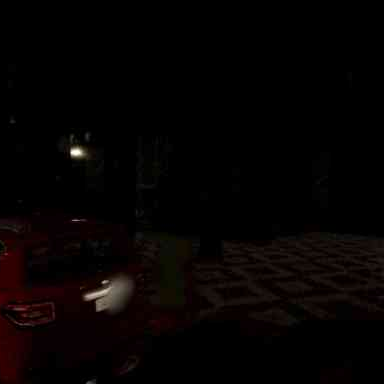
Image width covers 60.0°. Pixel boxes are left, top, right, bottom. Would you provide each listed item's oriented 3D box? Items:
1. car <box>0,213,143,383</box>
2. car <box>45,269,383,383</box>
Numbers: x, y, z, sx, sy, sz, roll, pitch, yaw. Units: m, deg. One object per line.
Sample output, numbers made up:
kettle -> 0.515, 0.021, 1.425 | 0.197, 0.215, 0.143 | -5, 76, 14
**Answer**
car -> -2.886, 1.255, 4.990 | 5.009, 1.841, 2.192 | 1, 1, 35
car -> 1.267, 1.540, 2.056 | 4.507, 1.381, 1.887 | 1, 1, 35
